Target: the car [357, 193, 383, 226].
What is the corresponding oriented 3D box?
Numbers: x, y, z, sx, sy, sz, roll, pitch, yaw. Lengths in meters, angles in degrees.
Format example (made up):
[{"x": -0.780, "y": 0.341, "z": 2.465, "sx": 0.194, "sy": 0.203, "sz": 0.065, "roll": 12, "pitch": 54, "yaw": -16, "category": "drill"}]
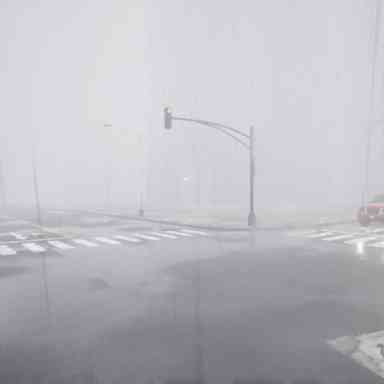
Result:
[{"x": 12.540, "y": 1.060, "z": 20.618, "sx": 5.566, "sy": 2.045, "sz": 2.150, "roll": -1, "pitch": 0, "yaw": -35, "category": "car"}]
